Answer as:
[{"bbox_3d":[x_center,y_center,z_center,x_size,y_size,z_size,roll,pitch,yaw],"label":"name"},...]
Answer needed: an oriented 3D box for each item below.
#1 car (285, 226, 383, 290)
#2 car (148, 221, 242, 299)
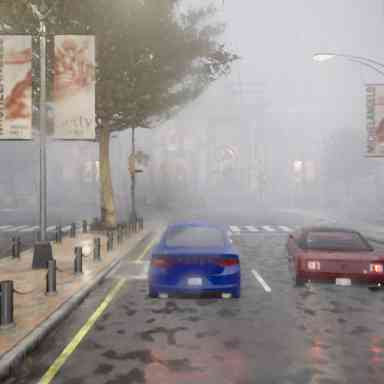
[{"bbox_3d":[3.669,1.598,9.143,1.895,1.301,4.718,0,0,13],"label":"car"},{"bbox_3d":[0.063,1.475,8.512,1.882,1.535,5.008,0,0,0],"label":"car"}]
